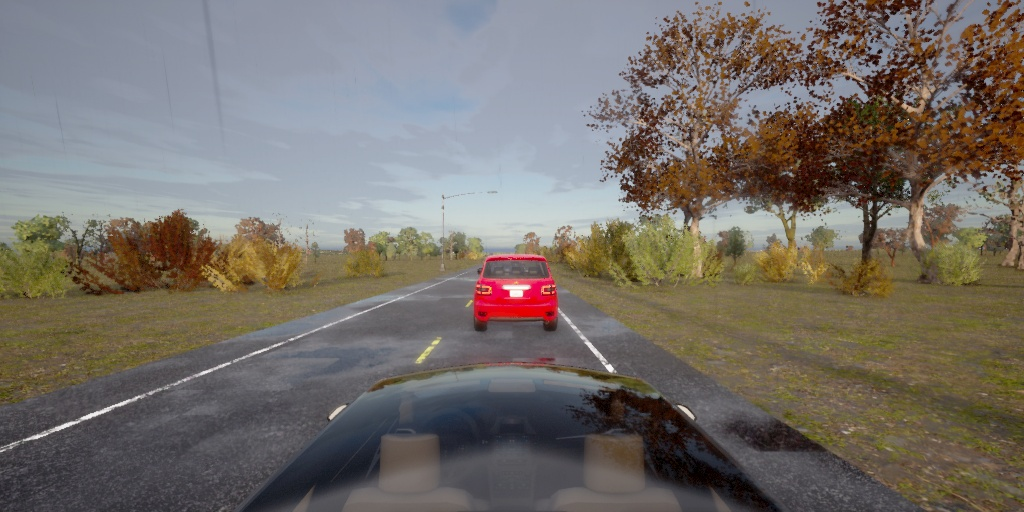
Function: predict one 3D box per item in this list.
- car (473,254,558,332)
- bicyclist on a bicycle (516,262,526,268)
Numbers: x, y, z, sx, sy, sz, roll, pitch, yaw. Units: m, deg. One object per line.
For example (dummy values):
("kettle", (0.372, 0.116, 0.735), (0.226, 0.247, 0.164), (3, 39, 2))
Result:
("car", (0.077, 0.968, 11.048), (2.150, 2.045, 5.566), (0, 0, -1))
("bicyclist on a bicycle", (0.857, 1.110, 30.227), (0.659, 1.776, 1.843), (0, 0, 0))
